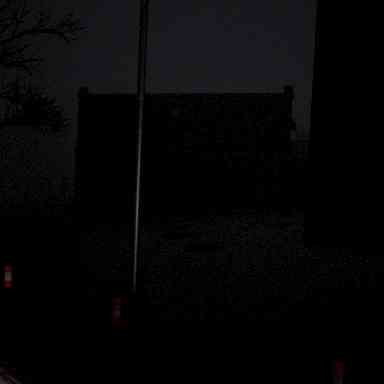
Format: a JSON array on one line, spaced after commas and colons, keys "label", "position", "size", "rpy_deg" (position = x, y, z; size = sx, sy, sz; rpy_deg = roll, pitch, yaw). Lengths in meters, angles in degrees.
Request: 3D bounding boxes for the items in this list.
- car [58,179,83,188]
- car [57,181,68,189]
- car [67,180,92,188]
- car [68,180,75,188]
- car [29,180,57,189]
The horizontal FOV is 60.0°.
[{"label": "car", "position": [-25.740, -1.765, 70.628], "size": [4.553, 1.767, 2.185], "rpy_deg": [3, 3, 20]}, {"label": "car", "position": [-27.687, -1.499, 65.475], "size": [5.008, 1.535, 2.097], "rpy_deg": [3, 3, 20]}, {"label": "car", "position": [-24.826, -1.714, 73.237], "size": [4.892, 1.521, 2.231], "rpy_deg": [3, 3, 20]}, {"label": "car", "position": [-26.728, -1.530, 68.059], "size": [4.674, 1.452, 2.002], "rpy_deg": [3, 3, 20]}, {"label": "car", "position": [-28.602, -1.555, 62.866], "size": [4.553, 1.767, 2.185], "rpy_deg": [3, 3, 20]}]
